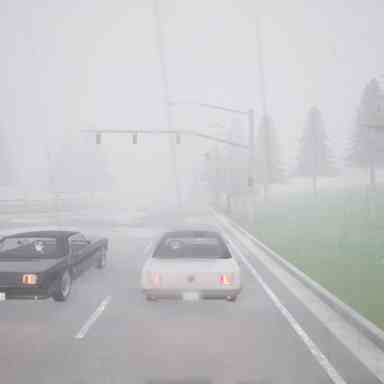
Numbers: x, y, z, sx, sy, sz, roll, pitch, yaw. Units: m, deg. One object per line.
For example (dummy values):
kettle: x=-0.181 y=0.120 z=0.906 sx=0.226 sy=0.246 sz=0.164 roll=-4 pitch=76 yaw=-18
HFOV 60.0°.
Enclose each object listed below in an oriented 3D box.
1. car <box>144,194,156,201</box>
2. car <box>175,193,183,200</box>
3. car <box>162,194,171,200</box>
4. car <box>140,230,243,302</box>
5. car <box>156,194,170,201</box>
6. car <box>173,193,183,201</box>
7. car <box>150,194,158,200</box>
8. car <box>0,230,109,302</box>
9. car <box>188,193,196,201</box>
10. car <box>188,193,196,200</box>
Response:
car: x=-10.569 y=1.588 z=82.511 sx=1.895 sy=1.301 sz=4.718 roll=0 pitch=0 yaw=0
car: x=-3.577 y=1.187 z=92.460 sx=2.097 sy=1.767 sz=4.553 roll=0 pitch=0 yaw=0
car: x=-7.077 y=1.372 z=92.487 sx=2.033 sy=1.411 sz=5.357 roll=0 pitch=0 yaw=0
car: x=0.006 y=1.601 z=8.236 sx=1.895 sy=1.301 sz=4.718 roll=0 pitch=0 yaw=0
car: x=-7.069 y=1.517 z=82.067 sx=2.128 sy=1.511 sz=4.902 roll=0 pitch=0 yaw=0
car: x=-3.569 y=1.348 z=82.456 sx=2.097 sy=1.767 sz=4.553 roll=0 pitch=0 yaw=0
car: x=-10.577 y=1.357 z=92.484 sx=1.812 sy=1.442 sz=4.674 roll=0 pitch=0 yaw=0
car: x=-3.494 y=1.601 z=8.233 sx=1.895 sy=1.301 sz=4.718 roll=0 pitch=0 yaw=0
car: x=-0.069 y=1.517 z=82.073 sx=2.128 sy=1.511 sz=4.902 roll=0 pitch=0 yaw=0
car: x=-0.077 y=1.187 z=92.463 sx=2.097 sy=1.767 sz=4.553 roll=0 pitch=0 yaw=0
